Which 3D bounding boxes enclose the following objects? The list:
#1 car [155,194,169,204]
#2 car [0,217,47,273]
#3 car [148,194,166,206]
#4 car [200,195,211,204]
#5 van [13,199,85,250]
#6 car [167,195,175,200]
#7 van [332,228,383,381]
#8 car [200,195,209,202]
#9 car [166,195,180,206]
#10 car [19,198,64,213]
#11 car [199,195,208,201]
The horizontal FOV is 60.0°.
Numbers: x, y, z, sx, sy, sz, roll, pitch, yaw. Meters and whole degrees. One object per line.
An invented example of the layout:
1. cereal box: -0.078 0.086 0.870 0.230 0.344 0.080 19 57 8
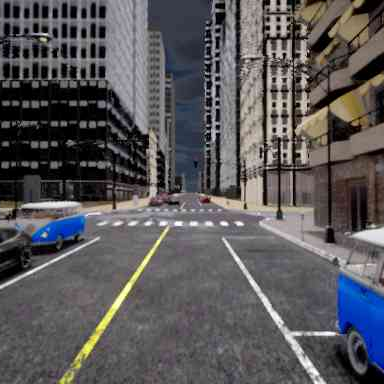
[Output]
1. car: -5.652 1.254 63.123 2.192 1.841 5.009 1 0 0
2. car: -5.641 1.558 8.365 1.947 1.339 4.313 1 0 0
3. car: -5.658 1.390 51.972 1.967 1.590 4.097 1 0 0
4. car: 2.722 1.521 63.182 1.802 1.307 4.206 1 0 0
5. van: -5.804 1.328 13.906 1.690 1.788 3.998 1 0 0
6. car: -5.648 1.458 90.998 1.887 1.381 4.507 1 0 0
7. van: 2.709 1.338 2.875 1.690 1.788 3.998 1 0 0
8. car: 2.728 1.454 74.508 1.752 1.417 4.829 1 0 0
9. car: -2.984 1.520 54.906 1.994 1.385 4.181 0 1 0
10. car: -16.480 1.463 36.556 4.097 1.590 1.967 0 -1 0
11. car: 2.728 1.489 79.915 1.947 1.339 4.313 1 0 0
